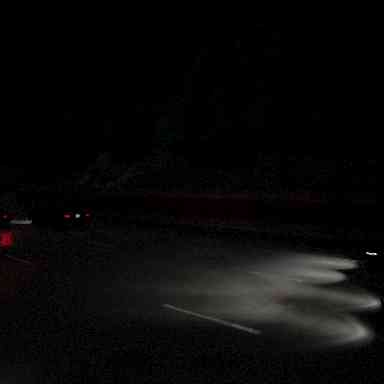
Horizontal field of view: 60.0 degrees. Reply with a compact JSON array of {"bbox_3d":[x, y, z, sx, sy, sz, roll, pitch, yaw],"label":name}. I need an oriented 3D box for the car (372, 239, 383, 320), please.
[{"bbox_3d":[5.260,1.395,4.618,4.553,1.767,2.097,1,0,35],"label":"car"}]

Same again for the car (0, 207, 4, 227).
[{"bbox_3d":[-8.621,1.060,11.165,5.566,2.045,2.150,1,0,41],"label":"car"}]

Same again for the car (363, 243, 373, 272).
[{"bbox_3d":[6.772,1.549,7.837,4.892,1.490,1.837,1,1,35],"label":"car"}]

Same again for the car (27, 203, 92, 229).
[{"bbox_3d":[-8.161,1.344,20.255,5.357,1.411,2.033,1,0,44],"label":"car"}]

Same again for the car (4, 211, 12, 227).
[{"bbox_3d":[-12.255,1.352,19.414,4.718,1.301,1.895,1,0,45],"label":"car"}]
